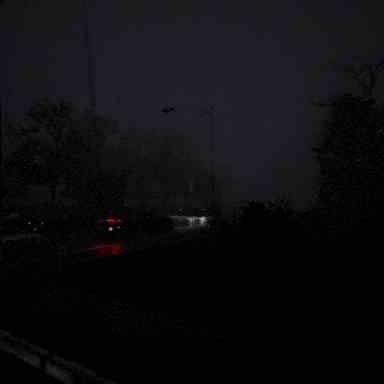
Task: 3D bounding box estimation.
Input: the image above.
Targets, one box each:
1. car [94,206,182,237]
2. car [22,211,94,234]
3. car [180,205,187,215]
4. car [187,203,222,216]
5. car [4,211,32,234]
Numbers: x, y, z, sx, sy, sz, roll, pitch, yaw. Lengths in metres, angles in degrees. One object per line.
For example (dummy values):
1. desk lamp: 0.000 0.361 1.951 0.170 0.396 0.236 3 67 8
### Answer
1. car: -3.076 1.790 20.011 2.128 1.511 4.902 -2 -2 33
2. car: -9.115 2.135 23.712 1.895 1.301 4.718 -2 -1 33
3. car: -0.841 2.321 43.194 1.895 1.301 4.718 -2 -2 32
4. car: 1.879 2.079 40.956 1.882 1.535 5.008 -2 -2 32
5. car: -12.689 2.177 24.670 1.812 1.442 4.674 -2 -1 34
